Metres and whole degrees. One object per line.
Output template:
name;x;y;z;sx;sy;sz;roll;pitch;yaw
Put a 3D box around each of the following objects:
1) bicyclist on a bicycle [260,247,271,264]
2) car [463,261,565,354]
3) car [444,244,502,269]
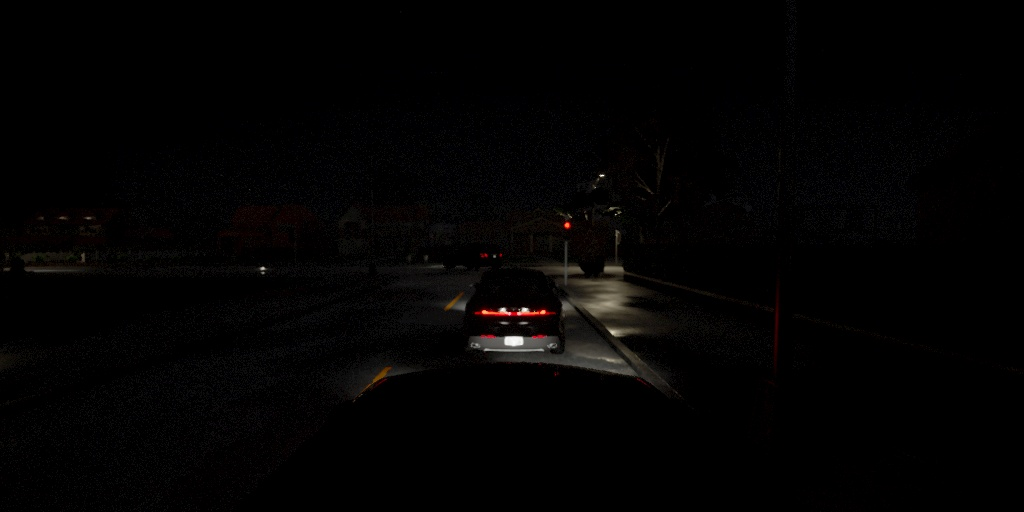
bicyclist on a bicycle;-24.169;-0.048;35.152;0.582;1.620;1.656;0;2;0
car;0.052;1.034;8.138;1.837;1.490;4.892;0;2;1
car;-3.110;0.069;27.984;2.150;2.045;5.566;0;1;-43
